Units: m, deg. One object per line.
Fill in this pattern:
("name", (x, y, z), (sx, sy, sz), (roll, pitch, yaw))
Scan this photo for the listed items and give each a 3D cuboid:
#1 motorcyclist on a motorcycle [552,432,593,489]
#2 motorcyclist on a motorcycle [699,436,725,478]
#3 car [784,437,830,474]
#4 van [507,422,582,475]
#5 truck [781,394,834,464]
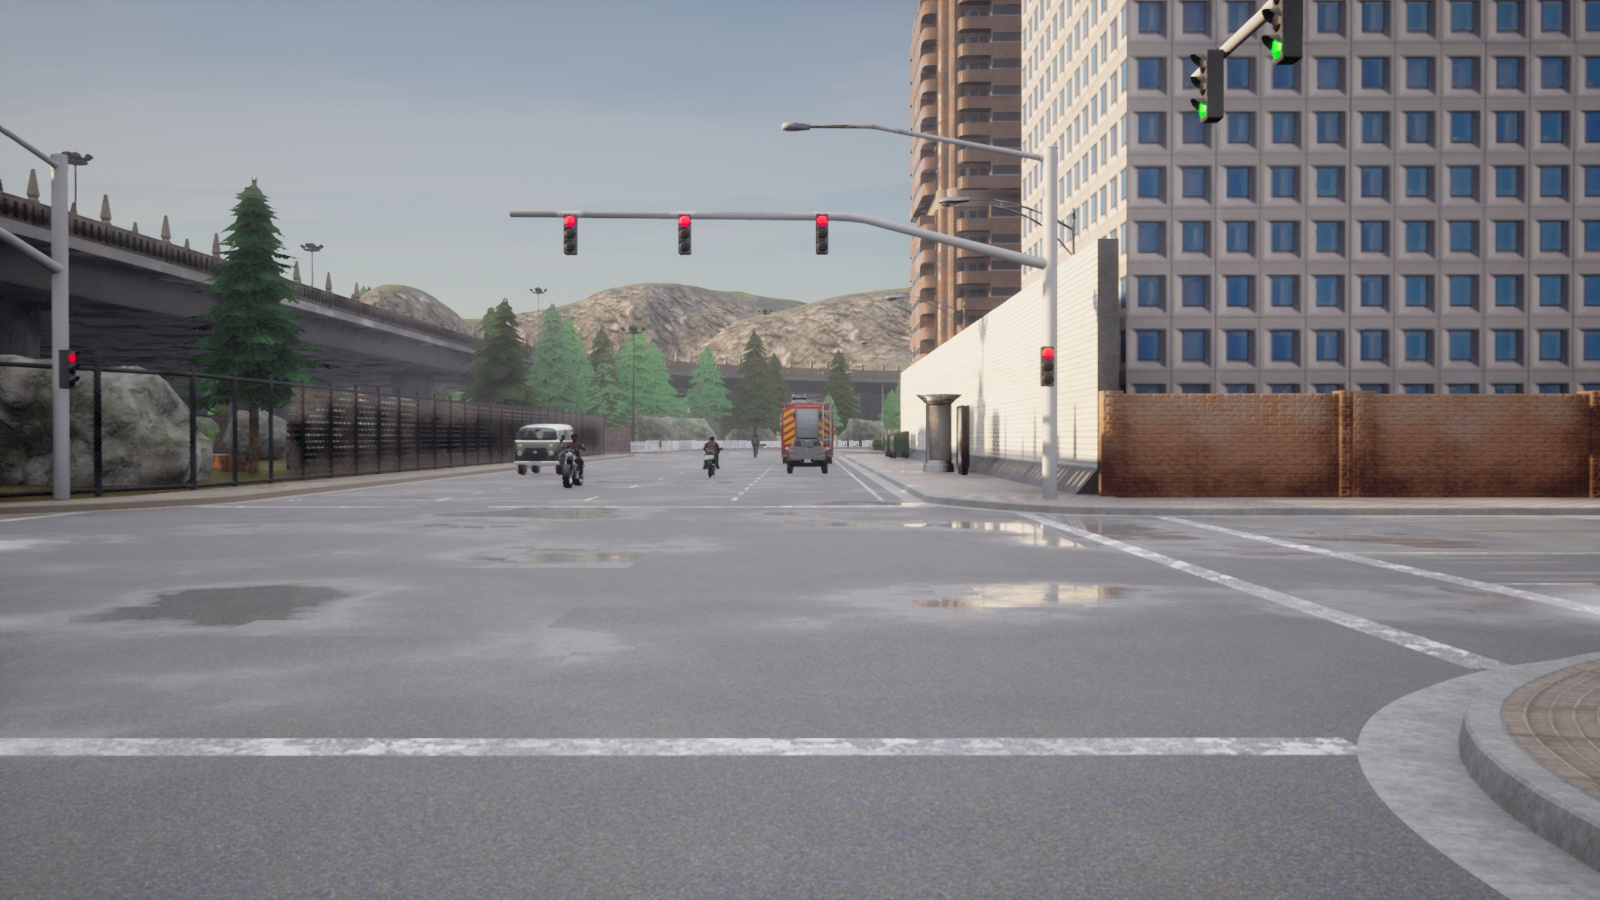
("motorcyclist on a motorcycle", (-6.781, 0.289, 37.510), (0.766, 1.649, 2.350), (0, 1, 0))
("motorcyclist on a motorcycle", (-3.234, 0.231, 46.131), (0.797, 1.523, 2.044), (0, 1, 0))
("car", (0.300, 0.199, 52.337), (1.845, 1.501, 3.633), (0, 1, 0))
("van", (-10.209, -0.080, 50.544), (2.069, 2.038, 4.480), (0, 1, 0))
("truck", (0.412, -1.197, 72.663), (2.891, 3.827, 8.468), (0, 1, 0))
